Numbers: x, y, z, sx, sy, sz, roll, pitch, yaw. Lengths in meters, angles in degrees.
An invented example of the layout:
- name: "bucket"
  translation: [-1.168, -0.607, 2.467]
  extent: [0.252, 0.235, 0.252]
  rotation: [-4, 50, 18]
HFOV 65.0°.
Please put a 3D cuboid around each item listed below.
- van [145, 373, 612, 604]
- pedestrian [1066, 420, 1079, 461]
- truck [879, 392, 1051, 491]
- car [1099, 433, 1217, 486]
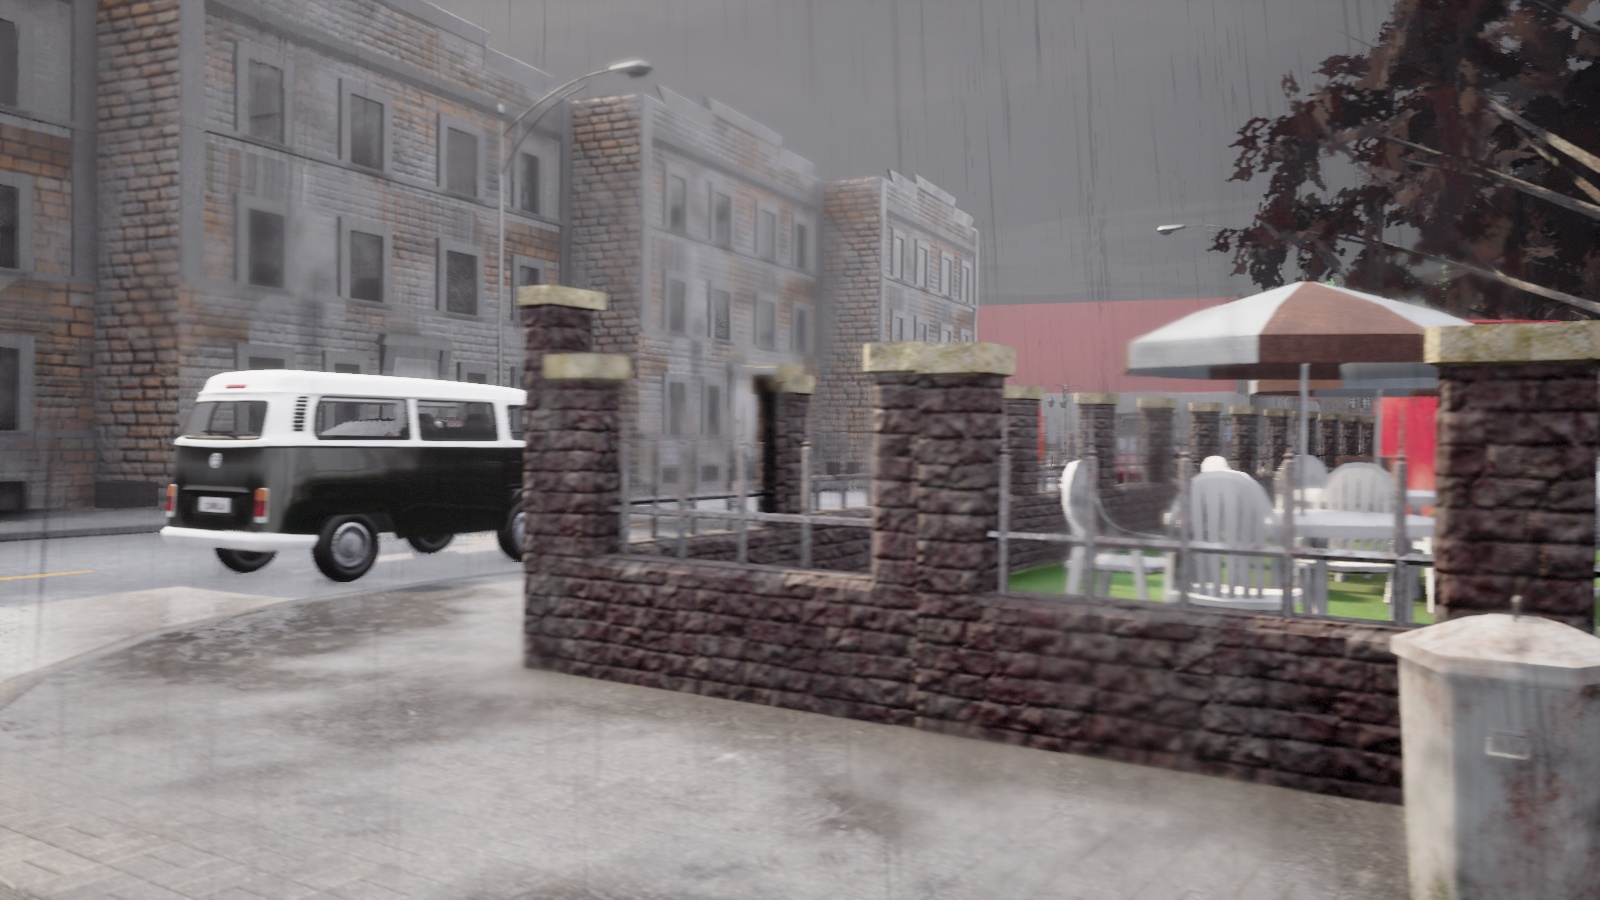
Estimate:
- name: "van"
  translation: [-4.272, 0.309, 13.510]
  extent: [2.069, 2.038, 4.480]
  rotation: [0, 1, 31]
- name: "pedestrian"
  translation: [12.337, -0.448, 56.922]
  extent: [0.345, 1.836, 0.594]
  rotation: [0, 1, 38]
- name: "truck"
  translation: [4.587, -0.263, 34.151]
  extent: [2.627, 2.467, 5.204]
  rotation: [0, 1, 34]
- name: "car"
  translation: [10.080, 0.224, 35.196]
  extent: [1.994, 1.385, 4.181]
  rotation: [0, 1, 34]
